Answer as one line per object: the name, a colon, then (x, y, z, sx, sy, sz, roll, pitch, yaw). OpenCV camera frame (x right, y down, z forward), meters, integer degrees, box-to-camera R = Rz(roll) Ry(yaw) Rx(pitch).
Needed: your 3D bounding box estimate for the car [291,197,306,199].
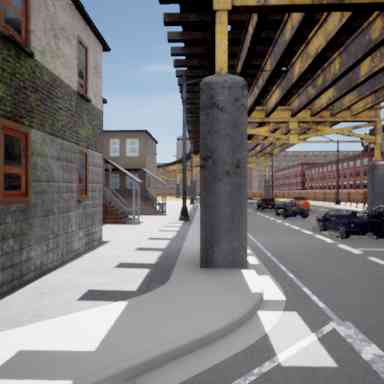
car: (12.669, 1.334, 40.316, 2.097, 1.767, 4.553, 0, 0, 2)

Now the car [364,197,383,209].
car: (24.894, 1.429, 42.636, 4.974, 1.542, 2.038, 0, 0, 32)

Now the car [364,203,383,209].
car: (11.909, 1.480, 19.850, 2.128, 1.511, 4.902, 0, 0, 2)

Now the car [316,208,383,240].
car: (8.113, 1.592, 17.250, 1.895, 1.301, 4.718, 0, 0, 2)

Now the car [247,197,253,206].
car: (8.900, 1.506, 51.878, 1.812, 1.442, 4.674, 0, 0, -4)

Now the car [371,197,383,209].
car: (27.104, 1.427, 45.642, 4.974, 1.542, 2.038, 0, 0, -28)

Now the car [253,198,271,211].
car: (8.939, 1.489, 39.997, 1.837, 1.490, 4.892, 0, 0, 2)

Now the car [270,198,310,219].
car: (8.555, 1.535, 29.014, 2.033, 1.411, 5.357, 0, 0, 2)

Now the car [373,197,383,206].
car: (27.150, 1.269, 45.667, 4.536, 1.218, 1.853, 0, 0, -28)
